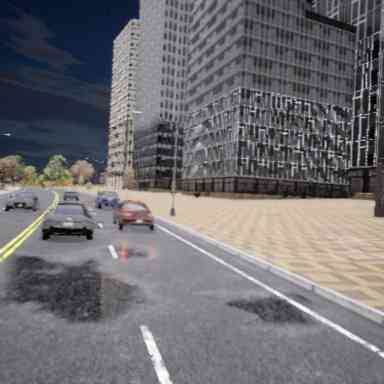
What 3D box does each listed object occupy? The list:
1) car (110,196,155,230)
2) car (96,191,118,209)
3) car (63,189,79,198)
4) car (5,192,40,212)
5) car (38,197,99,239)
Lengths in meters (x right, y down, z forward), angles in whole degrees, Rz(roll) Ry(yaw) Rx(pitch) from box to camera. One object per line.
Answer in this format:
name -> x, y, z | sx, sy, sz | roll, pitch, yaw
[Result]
car -> -3.277, 1.218, 18.448 | 1.812, 1.442, 4.674 | 3, 0, -19
car -> -8.241, 0.680, 32.607 | 2.097, 1.767, 4.553 | 3, 0, -20
car -> -16.280, 0.309, 44.815 | 2.128, 1.511, 4.902 | 3, 0, -21
car -> -12.517, 0.703, 24.837 | 1.994, 1.385, 4.181 | 3, 0, -19
car -> -5.382, 1.164, 14.690 | 1.994, 1.385, 4.181 | 3, 0, -19
